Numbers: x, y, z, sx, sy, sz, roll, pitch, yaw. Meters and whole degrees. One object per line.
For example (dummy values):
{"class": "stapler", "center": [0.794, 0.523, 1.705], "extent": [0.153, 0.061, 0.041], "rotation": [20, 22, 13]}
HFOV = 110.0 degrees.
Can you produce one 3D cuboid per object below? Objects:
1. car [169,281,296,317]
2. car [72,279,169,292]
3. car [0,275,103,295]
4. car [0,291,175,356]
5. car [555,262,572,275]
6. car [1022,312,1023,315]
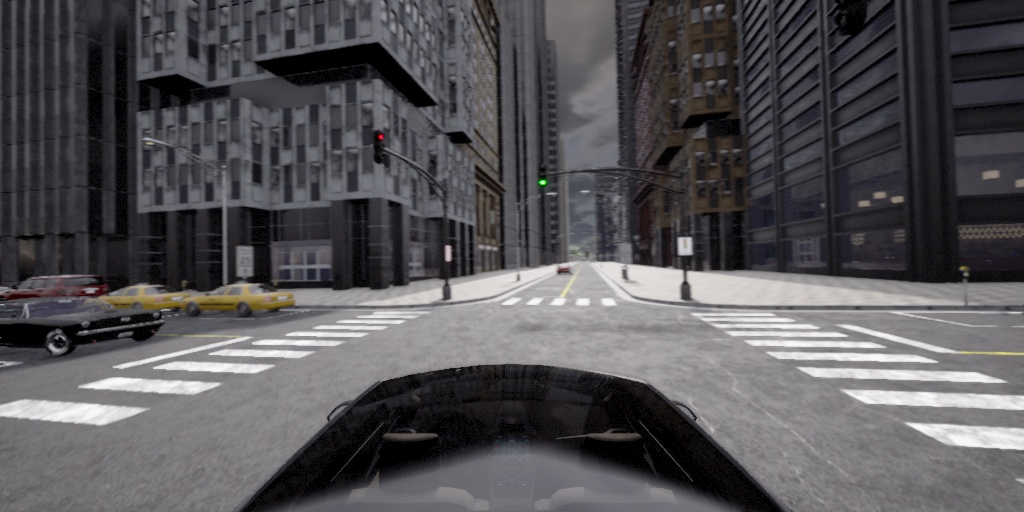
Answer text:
{"class": "car", "center": [-11.869, 1.783, 15.517], "extent": [4.829, 1.417, 1.751], "rotation": [0, 0, 12]}
{"class": "car", "center": [-17.348, 1.942, 16.673], "extent": [4.829, 1.417, 1.751], "rotation": [0, 0, 12]}
{"class": "car", "center": [-22.661, 1.891, 17.793], "extent": [5.009, 1.841, 2.192], "rotation": [0, 0, 12]}
{"class": "car", "center": [-12.063, 1.766, 9.599], "extent": [4.718, 1.301, 1.895], "rotation": [-2, -1, 11]}
{"class": "car", "center": [6.887, 1.808, 47.330], "extent": [1.895, 1.301, 4.718], "rotation": [-2, -1, 12]}
{"class": "car", "center": [14.592, 0.999, 7.225], "extent": [5.357, 1.411, 2.033], "rotation": [-2, -1, 12]}
